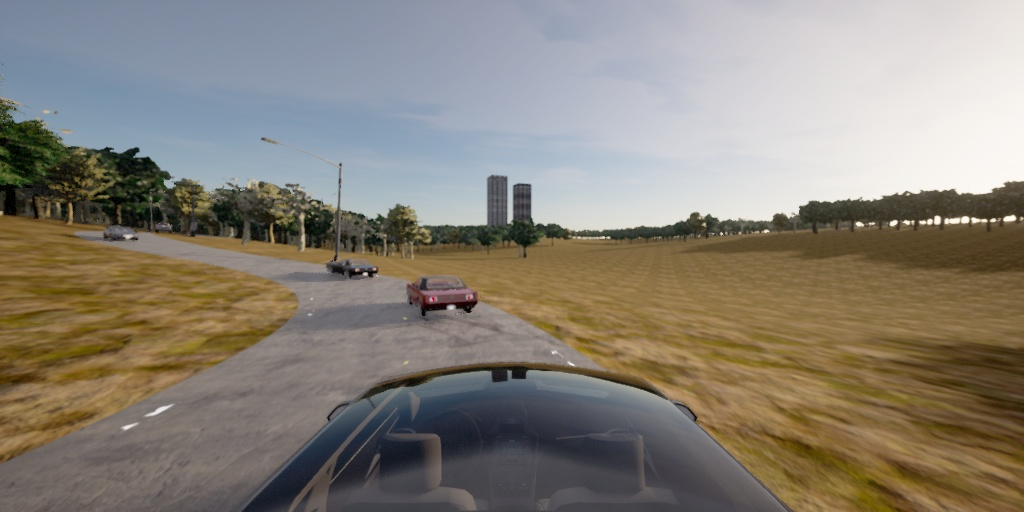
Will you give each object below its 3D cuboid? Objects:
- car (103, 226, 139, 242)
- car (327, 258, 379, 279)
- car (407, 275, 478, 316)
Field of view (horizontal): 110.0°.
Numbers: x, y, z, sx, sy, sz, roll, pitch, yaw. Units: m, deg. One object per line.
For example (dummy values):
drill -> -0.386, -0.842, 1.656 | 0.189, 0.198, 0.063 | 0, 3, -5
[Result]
car -> -41.473, -2.379, 38.027 | 4.902, 1.511, 2.128 | 7, 5, 30
car -> -11.690, 0.824, 26.103 | 4.718, 1.301, 1.895 | 5, 4, 42
car -> -2.881, 1.385, 13.831 | 1.895, 1.301, 4.718 | -1, 1, -24
